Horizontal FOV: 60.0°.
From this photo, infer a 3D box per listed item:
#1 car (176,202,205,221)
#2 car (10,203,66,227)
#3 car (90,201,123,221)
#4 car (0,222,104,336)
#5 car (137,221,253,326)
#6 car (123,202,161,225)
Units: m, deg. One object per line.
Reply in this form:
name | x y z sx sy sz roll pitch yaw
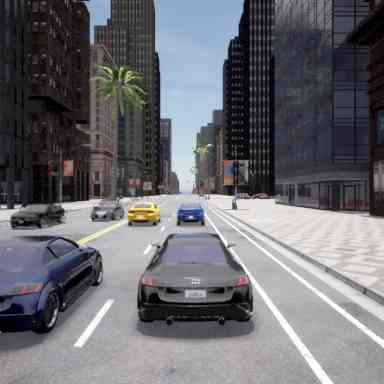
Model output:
car | -0.100 1.490 24.025 1.882 1.535 5.008 0 0 -1
car | -10.035 1.489 21.980 1.882 1.535 5.008 0 0 0
car | -6.828 1.506 27.183 2.128 1.511 4.902 0 0 0
car | -3.207 1.567 6.771 1.994 1.385 4.181 0 0 0
car | 0.039 1.567 7.221 1.994 1.385 4.181 0 0 0
car | -3.352 1.490 24.000 1.882 1.535 5.008 0 0 0
